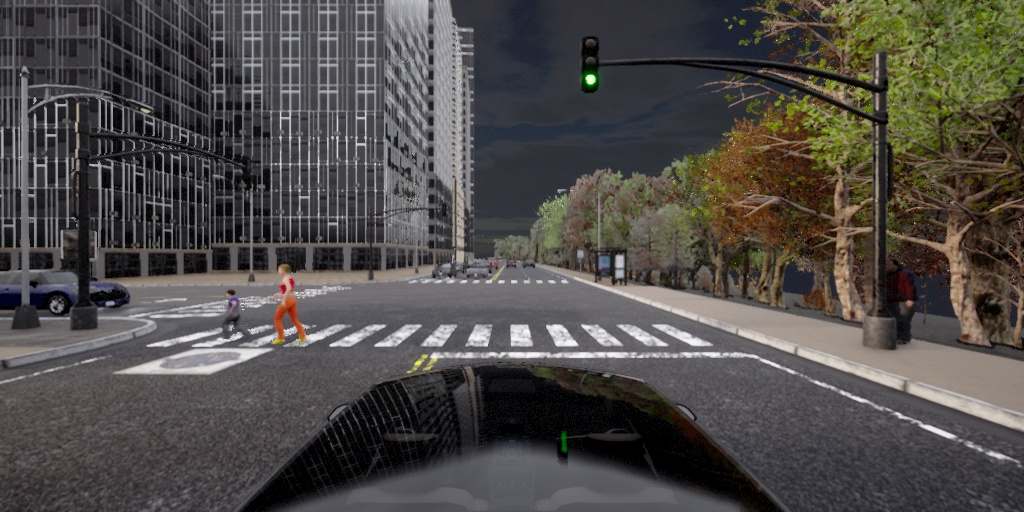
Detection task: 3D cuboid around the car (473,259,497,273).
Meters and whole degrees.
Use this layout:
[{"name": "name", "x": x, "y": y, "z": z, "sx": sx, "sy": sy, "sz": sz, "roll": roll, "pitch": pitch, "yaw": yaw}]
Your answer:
[{"name": "car", "x": -3.425, "y": 1.483, "z": 45.526, "sx": 2.033, "sy": 1.411, "sz": 5.357, "roll": 0, "pitch": 0, "yaw": 0}]

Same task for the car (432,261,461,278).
[{"name": "car", "x": -6.656, "y": 1.420, "z": 35.800, "sx": 1.812, "sy": 1.442, "sz": 4.674, "roll": 0, "pitch": 0, "yaw": 0}]

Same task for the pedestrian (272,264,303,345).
[{"name": "pedestrian", "x": -5.113, "y": 1.071, "z": 8.140, "sx": 0.375, "sy": 1.860, "sz": 0.375, "roll": 0, "pitch": 0, "yaw": 0}]

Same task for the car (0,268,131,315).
[{"name": "car", "x": -18.313, "y": 1.339, "z": 14.364, "sx": 4.553, "sy": 1.767, "sz": 2.097, "roll": -1, "pitch": 0, "yaw": 1}]

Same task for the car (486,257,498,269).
[{"name": "car", "x": -3.435, "y": 1.216, "z": 59.369, "sx": 2.150, "sy": 2.045, "sz": 5.566, "roll": 0, "pitch": 0, "yaw": 0}]

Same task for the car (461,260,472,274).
[{"name": "car", "x": -6.673, "y": 1.425, "z": 44.974, "sx": 2.128, "sy": 1.511, "sz": 4.902, "roll": 0, "pitch": 0, "yaw": 0}]

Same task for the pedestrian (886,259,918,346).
[{"name": "pedestrian", "x": 7.965, "y": 0.915, "z": 7.427, "sx": 0.375, "sy": 1.860, "sz": 0.375, "roll": 0, "pitch": 0, "yaw": 0}]

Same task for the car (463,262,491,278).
[{"name": "car", "x": -3.407, "y": 1.495, "z": 35.876, "sx": 1.895, "sy": 1.301, "sz": 4.718, "roll": 0, "pitch": 0, "yaw": 0}]

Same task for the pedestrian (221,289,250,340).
[{"name": "pedestrian", "x": -6.657, "y": 1.356, "z": 8.602, "sx": 0.375, "sy": 1.300, "sz": 0.375, "roll": 0, "pitch": 0, "yaw": 0}]
